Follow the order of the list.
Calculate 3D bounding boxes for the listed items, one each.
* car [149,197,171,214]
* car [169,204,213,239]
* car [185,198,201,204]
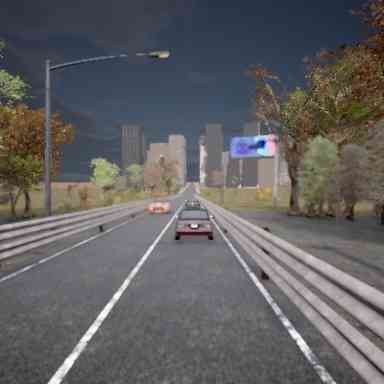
[{"bbox_3d":[-3.351,1.368,35.480,2.097,1.767,4.553,0,0,0],"label":"car"},{"bbox_3d":[0.103,1.555,17.283,2.033,1.411,5.357,0,0,0],"label":"car"},{"bbox_3d":[0.085,1.511,42.780,2.128,1.511,4.902,0,0,0],"label":"car"}]
